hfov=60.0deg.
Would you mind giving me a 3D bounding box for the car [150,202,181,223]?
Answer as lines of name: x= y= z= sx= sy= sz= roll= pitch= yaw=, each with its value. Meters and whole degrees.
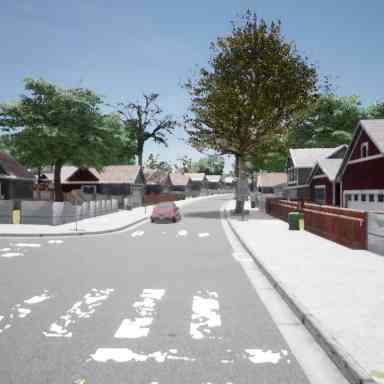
car: x=-1.906 y=1.496 z=25.039 sx=1.812 sy=1.442 sz=4.674 roll=0 pitch=0 yaw=4
